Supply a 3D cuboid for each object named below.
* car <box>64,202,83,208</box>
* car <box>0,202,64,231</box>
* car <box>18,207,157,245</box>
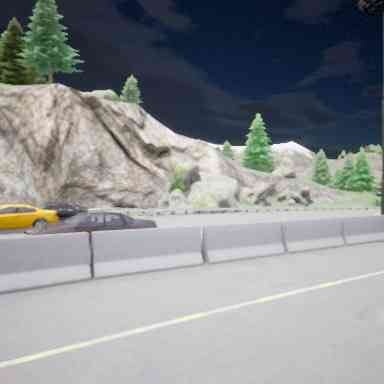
[{"bbox_3d":[-9.485,1.453,22.726,4.892,1.490,1.837,0,0,-33],"label":"car"},{"bbox_3d":[-9.981,1.426,18.201,5.008,1.535,1.882,0,0,-34],"label":"car"},{"bbox_3d":[-4.013,1.523,13.828,5.357,1.411,2.033,0,0,-34],"label":"car"}]
